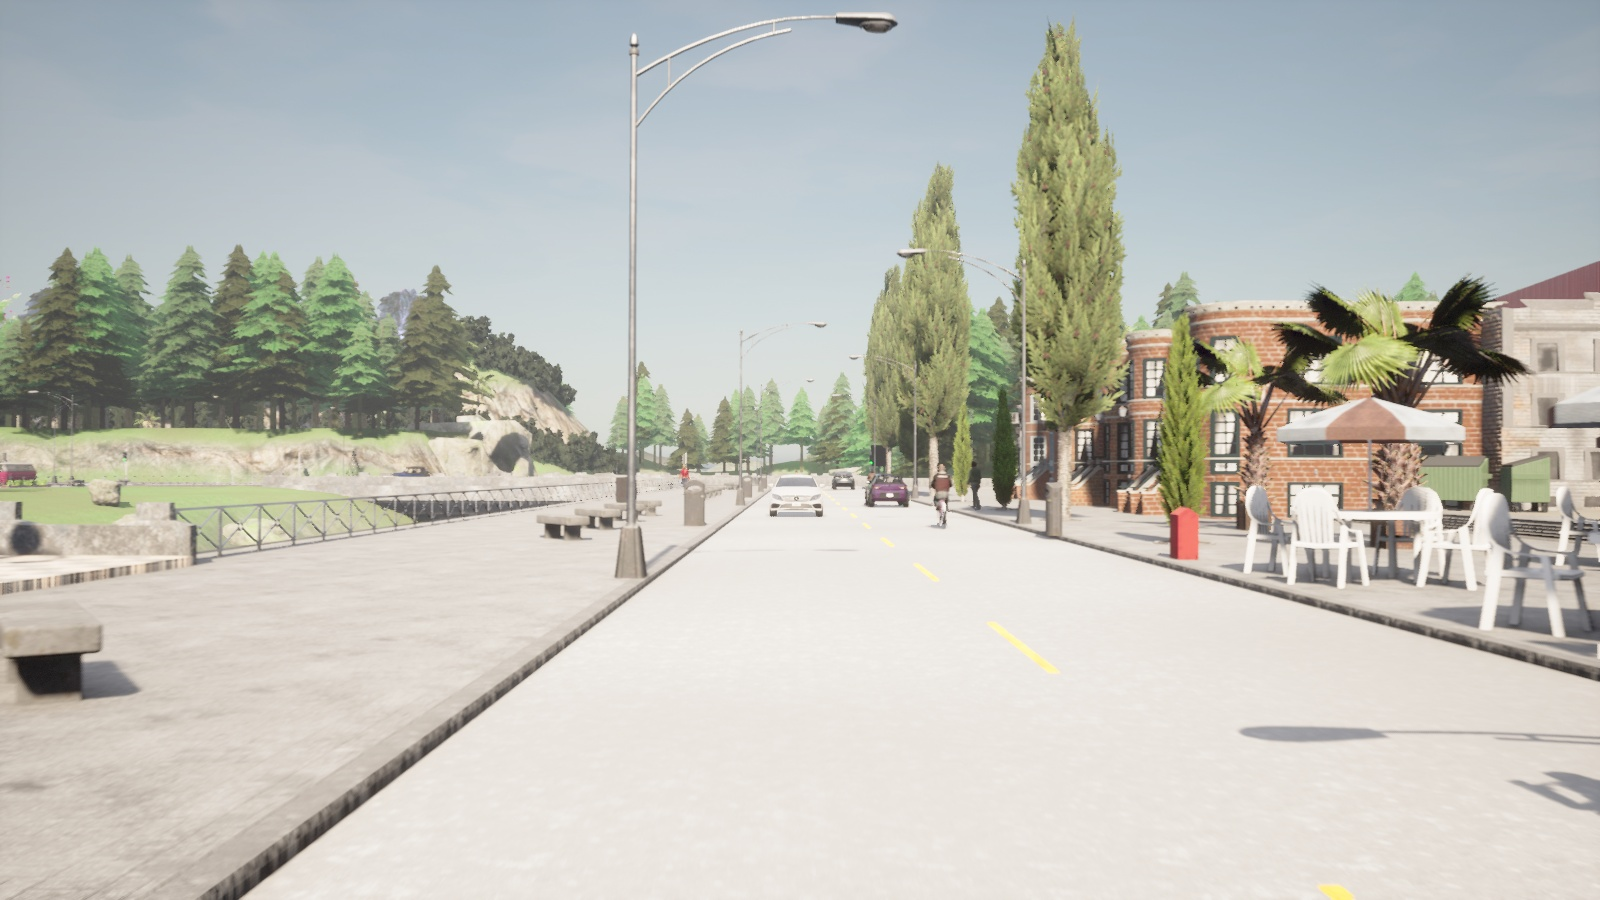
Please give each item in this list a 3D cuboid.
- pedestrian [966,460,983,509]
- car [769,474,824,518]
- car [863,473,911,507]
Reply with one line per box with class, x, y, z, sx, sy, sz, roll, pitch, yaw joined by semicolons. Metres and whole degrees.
pedestrian;6.534;1.285;47.015;0.353;1.847;0.614;0;-1;-29
car;-0.114;1.579;44.088;1.812;1.442;4.674;0;-1;0
car;3.855;1.750;56.004;1.816;1.474;4.193;0;-1;0
